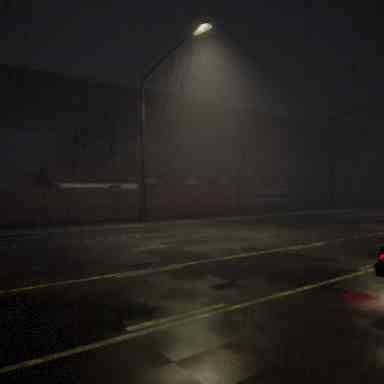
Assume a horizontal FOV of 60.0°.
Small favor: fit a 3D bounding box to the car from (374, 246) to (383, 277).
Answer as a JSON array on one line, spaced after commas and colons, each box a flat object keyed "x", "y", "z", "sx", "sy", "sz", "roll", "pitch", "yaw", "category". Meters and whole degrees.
[{"x": 6.821, "y": 1.548, "z": 8.634, "sx": 5.357, "sy": 1.411, "sz": 2.033, "roll": 0, "pitch": 0, "yaw": -36, "category": "car"}]
